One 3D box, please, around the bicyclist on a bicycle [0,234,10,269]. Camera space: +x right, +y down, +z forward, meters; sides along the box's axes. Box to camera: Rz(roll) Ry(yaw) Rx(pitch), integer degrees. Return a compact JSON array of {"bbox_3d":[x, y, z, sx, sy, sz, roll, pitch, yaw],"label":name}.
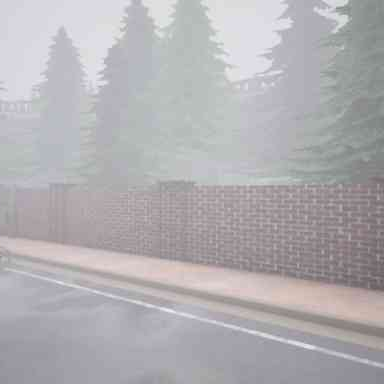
[{"bbox_3d":[-5.799,1.427,9.090,0.582,1.620,1.656,0,0,34],"label":"bicyclist on a bicycle"}]
